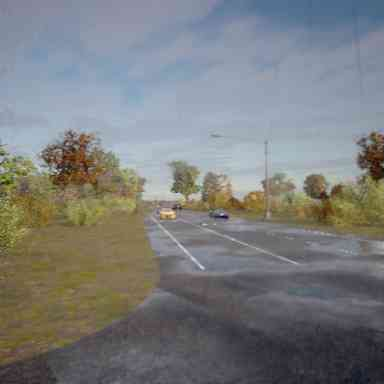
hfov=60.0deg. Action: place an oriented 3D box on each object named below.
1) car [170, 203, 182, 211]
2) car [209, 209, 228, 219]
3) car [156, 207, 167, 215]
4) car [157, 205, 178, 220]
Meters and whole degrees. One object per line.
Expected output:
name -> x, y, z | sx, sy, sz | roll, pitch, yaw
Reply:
car -> -4.270, 4.304, 95.394 | 2.150, 2.045, 5.566 | 0, -2, -9
car -> 3.639, 3.031, 46.342 | 1.994, 1.385, 4.181 | 0, -2, -9
car -> -6.003, 3.750, 65.906 | 2.033, 1.411, 5.357 | -1, -2, -3
car -> -3.533, 3.062, 46.885 | 1.882, 1.535, 5.008 | -1, -2, -9
